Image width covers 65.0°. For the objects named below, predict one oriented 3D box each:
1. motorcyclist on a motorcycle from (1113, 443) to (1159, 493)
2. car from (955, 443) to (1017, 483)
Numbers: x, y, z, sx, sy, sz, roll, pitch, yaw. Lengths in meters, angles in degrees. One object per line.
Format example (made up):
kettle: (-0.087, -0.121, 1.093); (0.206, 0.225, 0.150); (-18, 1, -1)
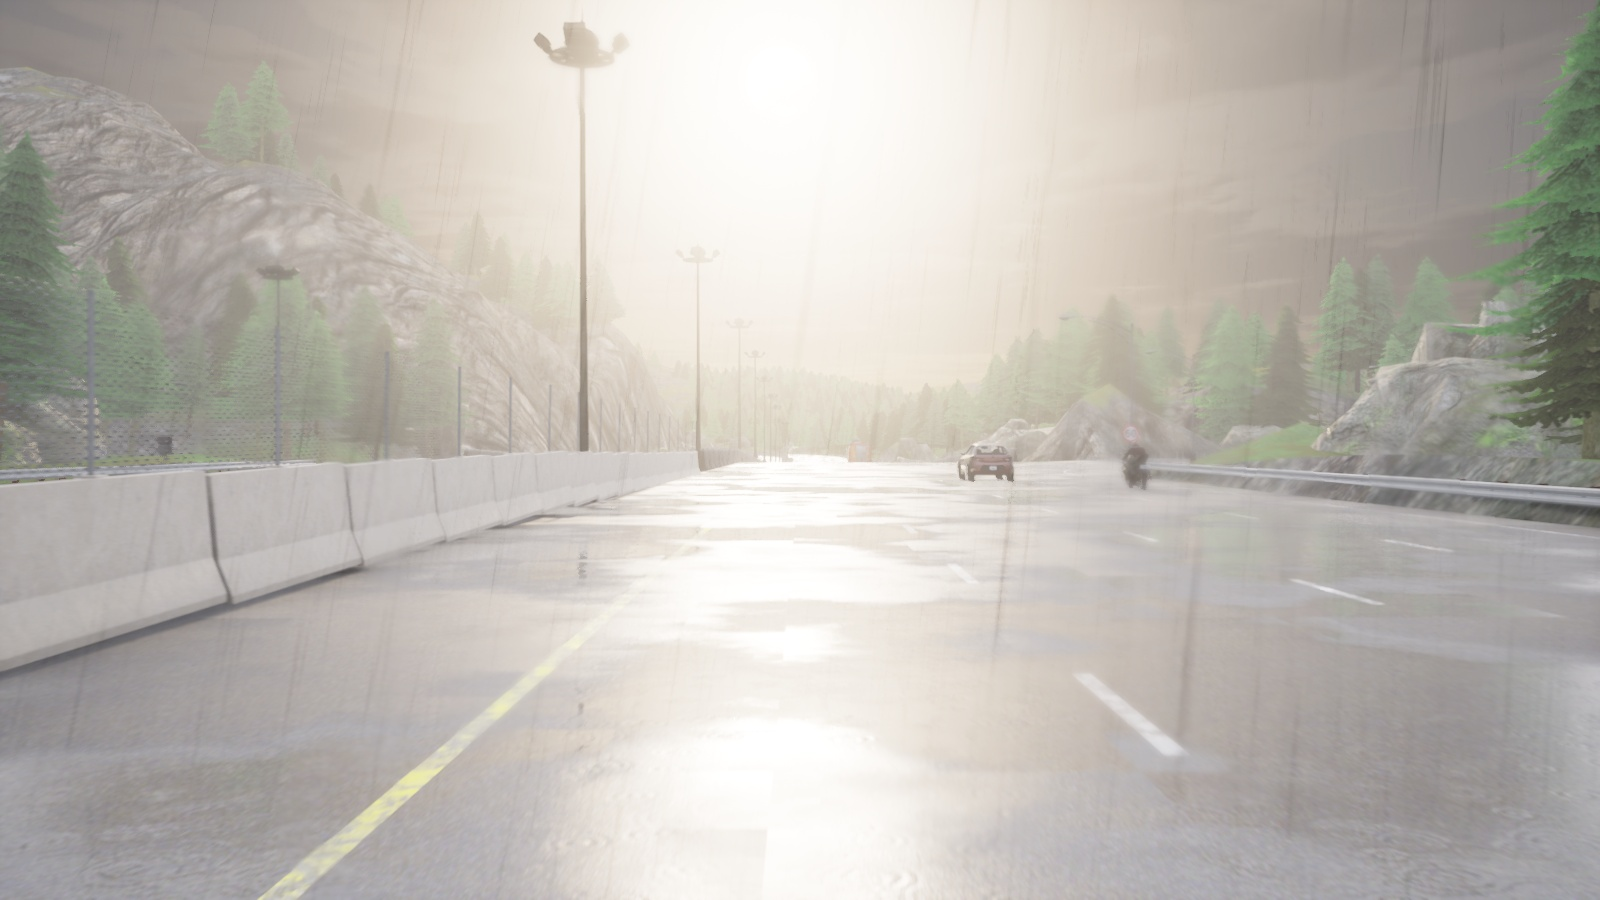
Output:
motorcyclist on a motorcycle: (10.728, 0.551, 40.148); (0.866, 1.530, 2.191); (0, 0, 0)
car: (7.254, 0.472, 49.303); (1.816, 1.474, 4.193); (0, 0, 0)
